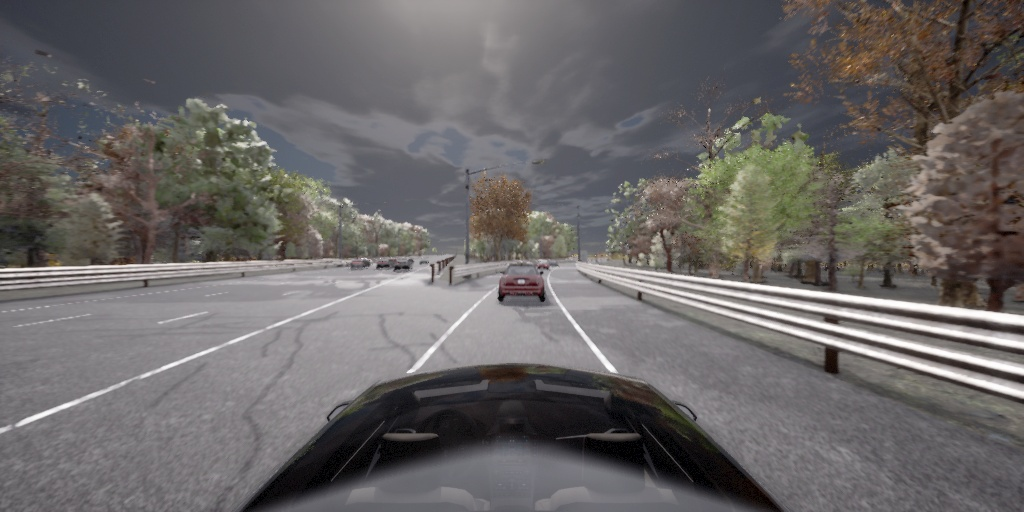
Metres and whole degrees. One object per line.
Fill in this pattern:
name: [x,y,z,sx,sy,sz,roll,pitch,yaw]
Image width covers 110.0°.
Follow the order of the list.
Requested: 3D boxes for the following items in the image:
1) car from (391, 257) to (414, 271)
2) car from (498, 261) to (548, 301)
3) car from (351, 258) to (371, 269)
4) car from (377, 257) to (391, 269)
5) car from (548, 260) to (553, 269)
car: [-13.624,1.123,45.310,1.837,1.490,4.892,0,-1,-9]
car: [0.522,1.145,17.850,2.097,1.767,4.553,0,0,3]
car: [-21.621,1.094,51.387,2.128,1.511,4.902,0,0,-9]
car: [-18.094,1.107,51.476,1.837,1.490,4.892,0,-1,-9]
car: [4.961,1.505,56.767,1.895,1.301,4.718,0,0,10]
